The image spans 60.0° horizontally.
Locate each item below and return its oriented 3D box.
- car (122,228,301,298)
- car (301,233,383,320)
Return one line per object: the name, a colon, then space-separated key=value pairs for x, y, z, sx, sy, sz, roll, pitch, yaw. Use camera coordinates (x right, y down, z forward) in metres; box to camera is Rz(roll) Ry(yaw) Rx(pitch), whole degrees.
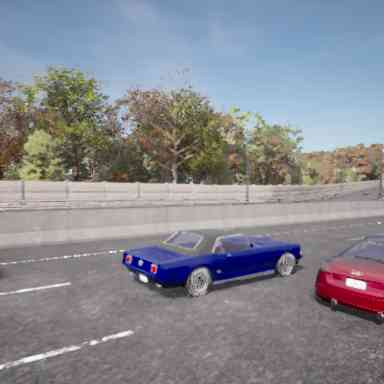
car: x=0.753 y=1.603 z=8.582 sx=4.718 sy=1.301 sz=1.895 roll=0 pitch=0 yaw=-35
car: x=4.481 y=1.566 z=6.941 sx=4.181 sy=1.385 sz=1.994 roll=0 pitch=0 yaw=-35
